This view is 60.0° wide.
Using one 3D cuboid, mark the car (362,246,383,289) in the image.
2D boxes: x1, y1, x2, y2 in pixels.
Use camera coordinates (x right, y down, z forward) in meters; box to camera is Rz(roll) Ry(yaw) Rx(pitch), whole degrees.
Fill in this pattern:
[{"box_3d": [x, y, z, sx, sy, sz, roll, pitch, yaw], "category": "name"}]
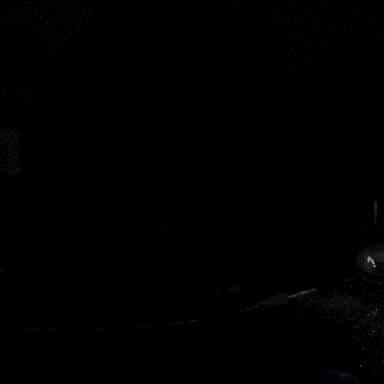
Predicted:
[{"box_3d": [5.923, 1.456, 7.845, 4.674, 1.442, 1.812, -1, 0, -35], "category": "car"}]
